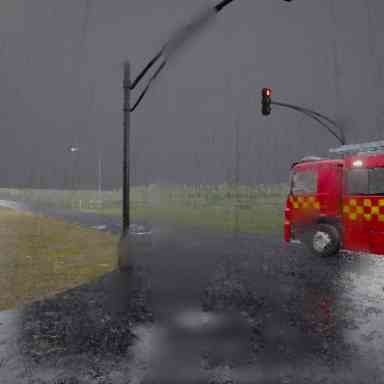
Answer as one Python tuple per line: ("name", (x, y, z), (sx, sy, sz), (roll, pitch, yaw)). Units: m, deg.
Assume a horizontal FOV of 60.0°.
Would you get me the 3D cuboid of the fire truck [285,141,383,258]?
("fire truck", (7.052, 0.342, 10.112), (2.891, 3.827, 8.468), (0, 0, -36))
